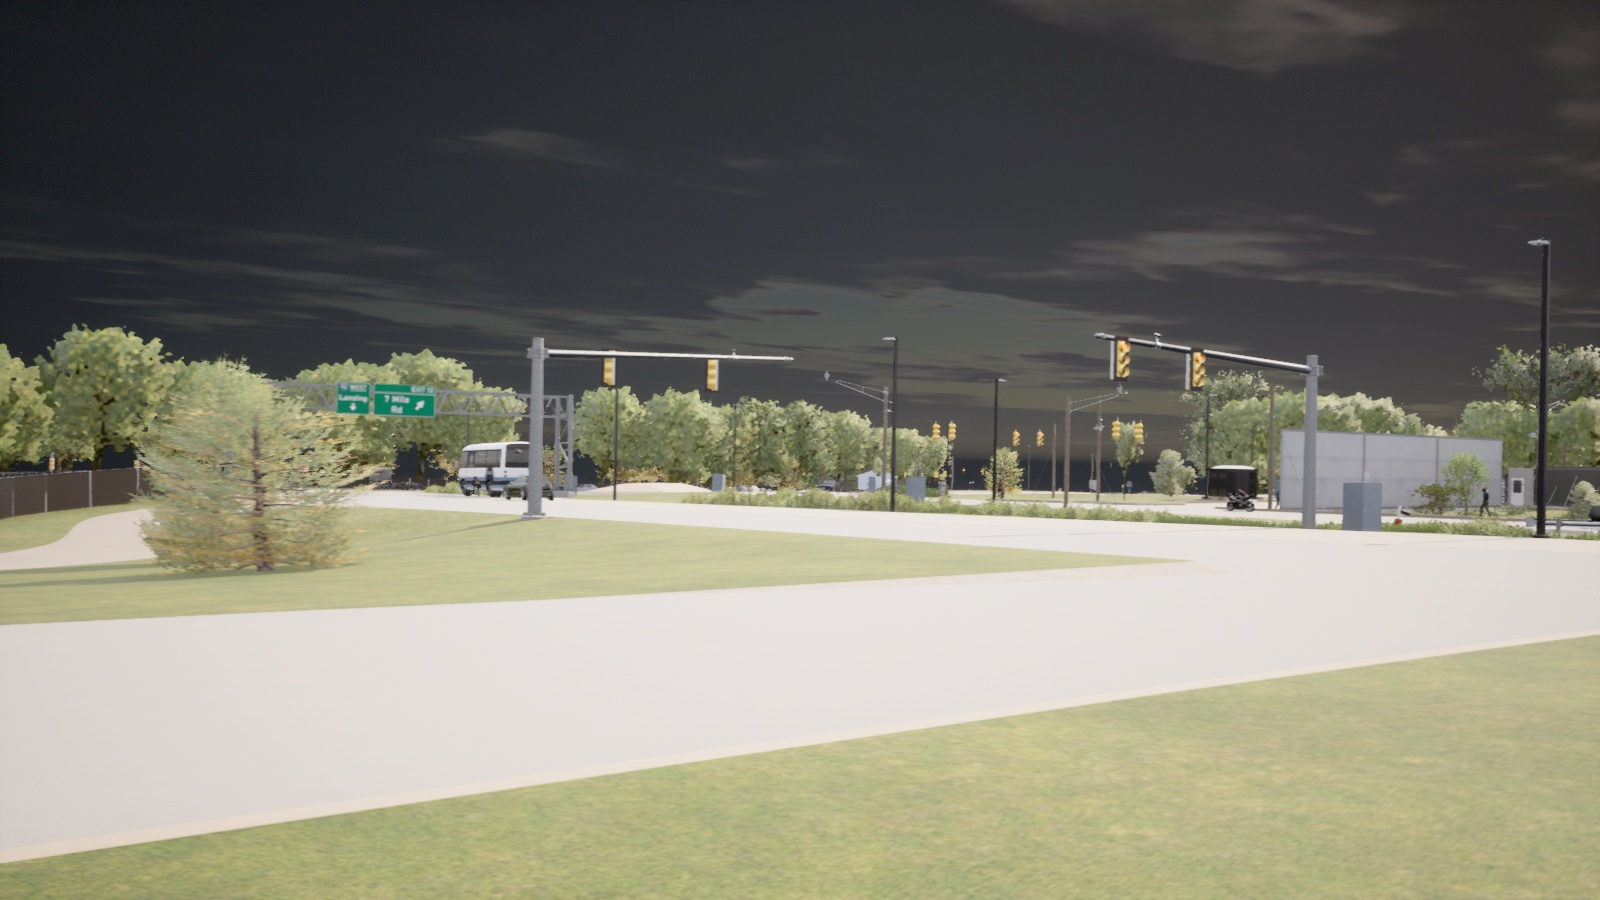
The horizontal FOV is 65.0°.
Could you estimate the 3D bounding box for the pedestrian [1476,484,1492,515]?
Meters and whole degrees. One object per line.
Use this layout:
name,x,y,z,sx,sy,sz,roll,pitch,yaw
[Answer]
pedestrian,41.317,2.961,75.845,0.370,1.835,0.726,1,0,-35

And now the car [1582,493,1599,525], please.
car,40.521,2.878,60.024,2.128,1.511,4.902,1,-1,-35

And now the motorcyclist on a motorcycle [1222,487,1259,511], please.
motorcyclist on a motorcycle,29.125,3.226,83.073,0.866,1.530,2.191,1,-1,-34

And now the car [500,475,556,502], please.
car,-18.415,2.593,84.856,2.097,1.767,4.553,1,-2,-34
